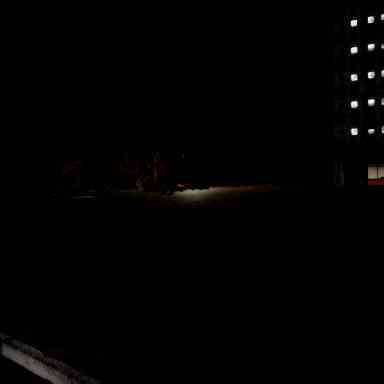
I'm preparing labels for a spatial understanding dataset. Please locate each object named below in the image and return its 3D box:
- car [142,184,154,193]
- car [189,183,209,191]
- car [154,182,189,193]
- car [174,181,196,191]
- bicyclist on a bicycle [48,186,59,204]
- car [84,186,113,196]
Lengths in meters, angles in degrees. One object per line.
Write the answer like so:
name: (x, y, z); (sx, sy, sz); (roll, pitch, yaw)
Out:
car: (-6.020, -0.584, 55.419); (2.033, 1.411, 5.357); (0, 2, 30)
car: (1.537, -0.964, 62.228); (1.895, 1.301, 4.718); (0, 2, 29)
car: (-3.241, -0.591, 53.731); (2.033, 1.411, 5.357); (0, 2, 30)
car: (-1.339, -1.200, 63.743); (2.097, 1.767, 4.553); (0, 2, 29)
bicyclist on a bicycle: (-12.661, 0.252, 30.264); (1.656, 1.620, 0.582); (-1, 2, 33)
car: (-13.738, -0.175, 49.073); (1.812, 1.442, 4.674); (0, 2, 31)
